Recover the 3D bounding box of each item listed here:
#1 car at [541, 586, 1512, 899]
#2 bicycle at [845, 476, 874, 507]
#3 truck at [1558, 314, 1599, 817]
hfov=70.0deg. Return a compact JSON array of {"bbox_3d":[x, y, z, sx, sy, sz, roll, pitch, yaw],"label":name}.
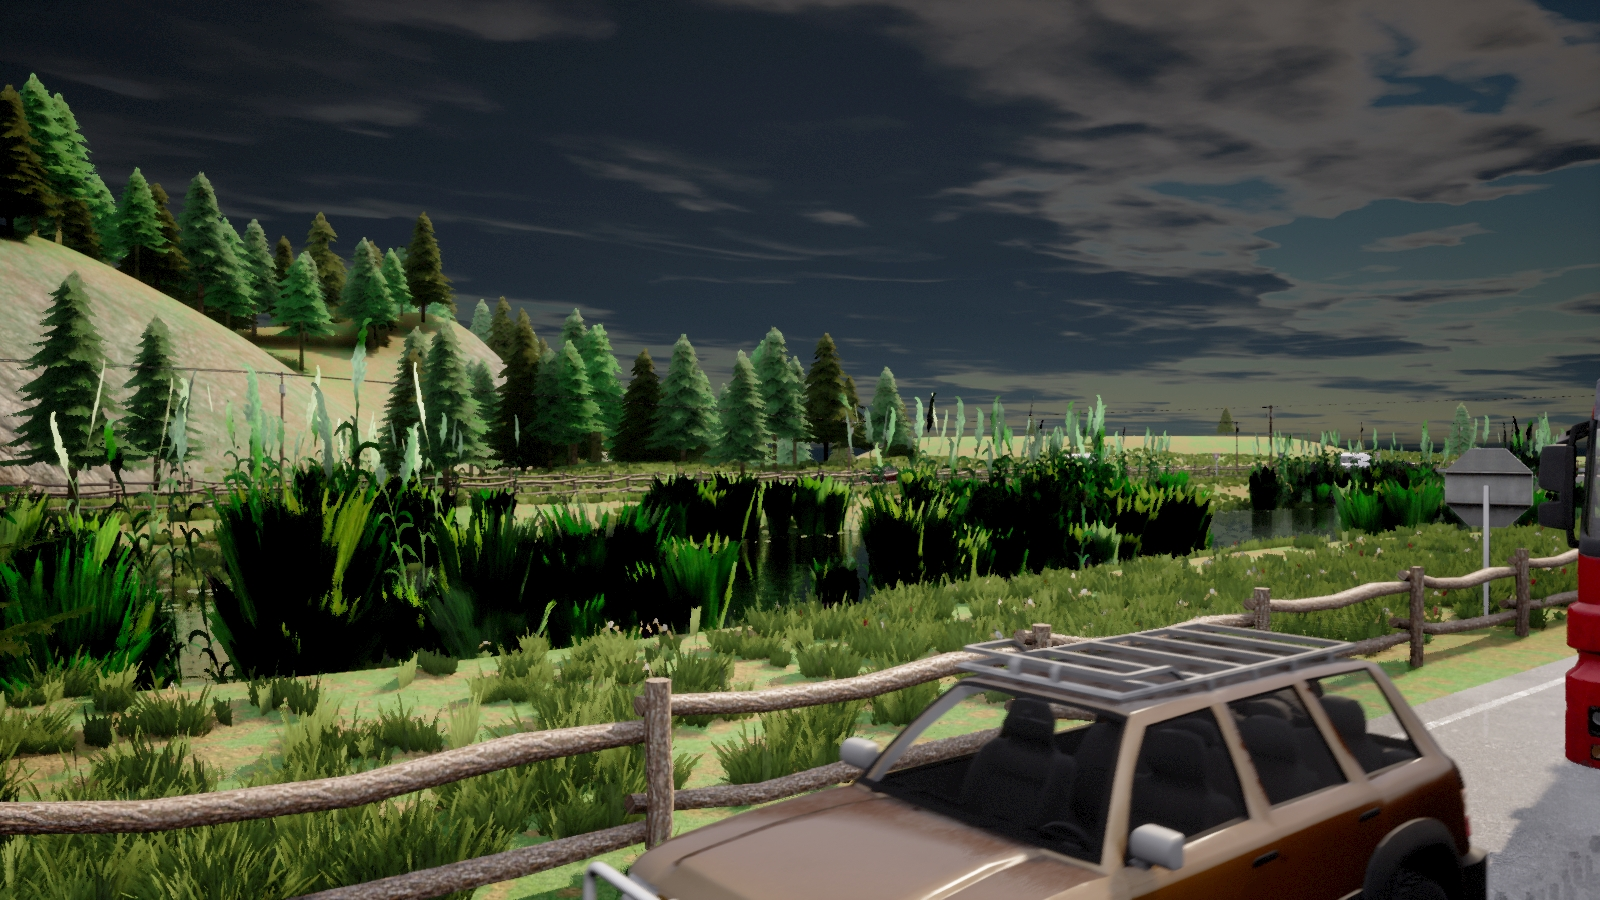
[{"bbox_3d":[1.349,1.829,5.340,4.605,1.855,1.932,0,0,-39],"label":"car"},{"bbox_3d":[2.942,2.029,56.102,1.643,1.496,0.373,0,0,-42],"label":"bicycle"},{"bbox_3d":[9.802,0.862,11.014,2.891,3.827,8.468,0,1,42],"label":"truck"}]
